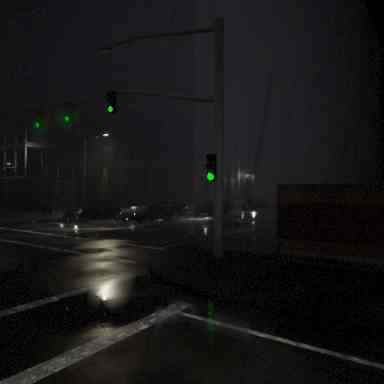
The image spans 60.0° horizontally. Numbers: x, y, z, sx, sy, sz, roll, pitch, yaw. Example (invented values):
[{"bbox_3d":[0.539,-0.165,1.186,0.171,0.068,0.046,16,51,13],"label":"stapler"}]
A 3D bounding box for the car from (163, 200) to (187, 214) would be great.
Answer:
[{"bbox_3d":[-2.387,1.560,33.433,1.837,1.490,4.892,0,0,36],"label":"car"}]

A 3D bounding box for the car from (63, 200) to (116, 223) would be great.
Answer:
[{"bbox_3d":[-7.706,1.407,26.001,2.097,1.767,4.553,0,0,36],"label":"car"}]

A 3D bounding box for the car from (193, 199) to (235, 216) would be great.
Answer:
[{"bbox_3d":[2.076,1.533,33.653,1.882,1.535,5.008,0,0,35],"label":"car"}]

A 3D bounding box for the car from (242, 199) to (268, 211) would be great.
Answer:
[{"bbox_3d":[8.048,1.581,41.971,1.812,1.442,4.674,0,0,36],"label":"car"}]

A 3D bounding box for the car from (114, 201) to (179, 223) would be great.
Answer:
[{"bbox_3d":[-3.441,1.656,25.951,1.895,1.301,4.718,0,0,36],"label":"car"}]
